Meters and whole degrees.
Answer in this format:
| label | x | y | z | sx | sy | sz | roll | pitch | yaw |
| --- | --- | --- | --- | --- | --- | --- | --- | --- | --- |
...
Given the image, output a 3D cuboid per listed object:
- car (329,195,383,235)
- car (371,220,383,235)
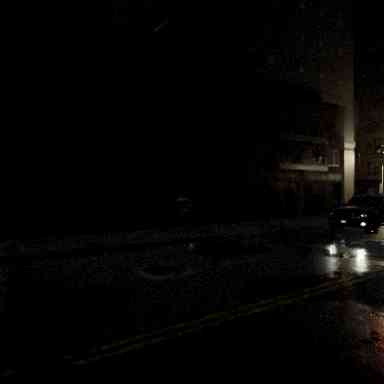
| label | x | y | z | sx | sy | sz | roll | pitch | yaw |
| --- | --- | --- | --- | --- | --- | --- | --- | --- | --- |
| car | 10.097 | 1.169 | 18.808 | 5.566 | 2.045 | 2.150 | 0 | 0 | -35 |
| car | 6.611 | 1.480 | 8.141 | 4.892 | 1.490 | 1.837 | 1 | 0 | -35 |
